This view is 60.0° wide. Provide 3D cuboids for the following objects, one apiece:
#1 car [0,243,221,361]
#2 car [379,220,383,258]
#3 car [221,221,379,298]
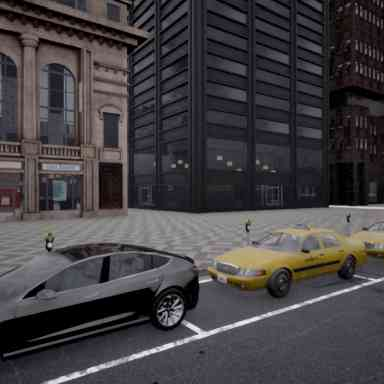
[{"bbox_3d":[-1.858,1.566,5.322,4.313,1.339,1.947,0,0,-35],"label":"car"},{"bbox_3d":[7.205,1.525,11.751,4.829,1.417,1.752,0,0,-35],"label":"car"},{"bbox_3d":[2.604,1.525,8.488,4.829,1.417,1.752,0,0,-35],"label":"car"}]
